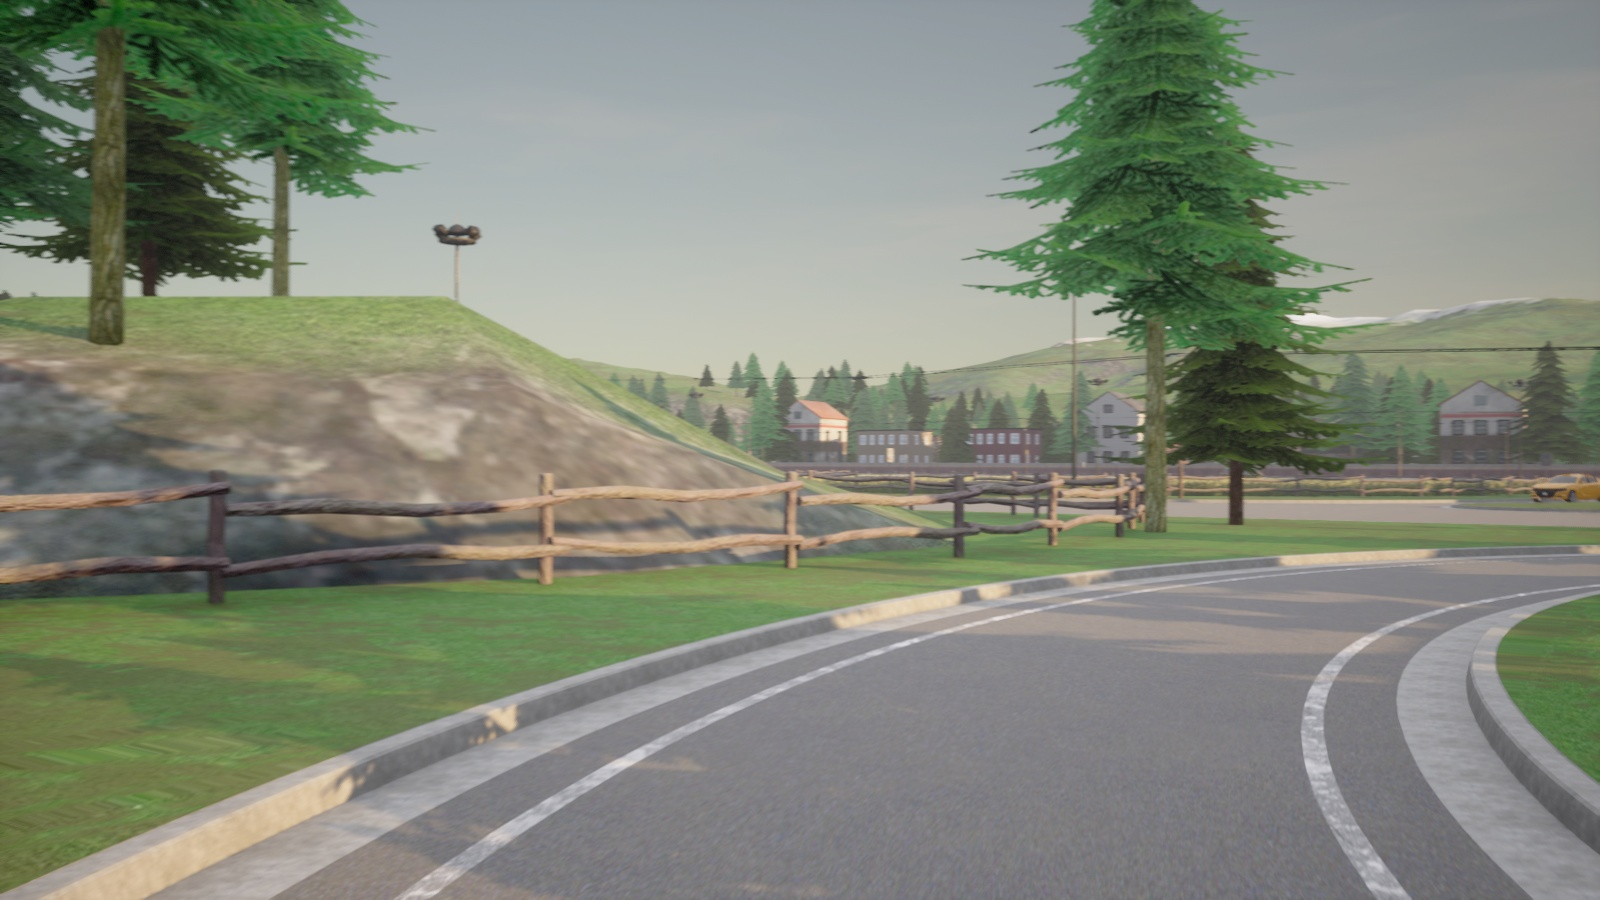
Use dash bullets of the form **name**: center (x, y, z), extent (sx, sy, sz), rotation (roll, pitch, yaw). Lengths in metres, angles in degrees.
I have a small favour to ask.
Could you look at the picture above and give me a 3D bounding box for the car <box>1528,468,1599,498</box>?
- **car**: center (40.442, 1.692, 65.701), extent (5.008, 1.535, 1.882), rotation (0, -1, -32)
